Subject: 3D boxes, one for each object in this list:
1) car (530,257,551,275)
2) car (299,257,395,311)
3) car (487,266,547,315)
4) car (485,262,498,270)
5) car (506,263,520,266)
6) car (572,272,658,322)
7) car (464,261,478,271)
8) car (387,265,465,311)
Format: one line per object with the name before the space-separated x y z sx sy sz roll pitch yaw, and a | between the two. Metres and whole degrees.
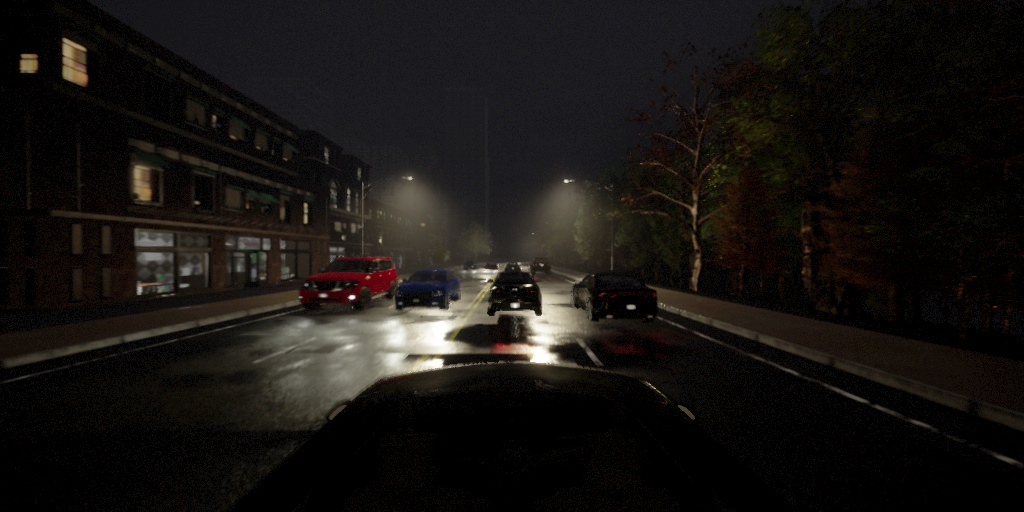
car | 3.356 1.177 42.794 2.150 2.045 5.566 0 0 0
car | -6.597 1.041 15.298 2.150 2.045 5.566 0 0 0
car | 0.102 1.318 13.865 1.837 1.490 4.892 0 0 0
car | -3.285 1.625 56.967 1.895 1.301 4.718 0 0 1
car | 0.106 1.540 46.919 1.994 1.385 4.181 0 0 0
car | 3.352 1.282 12.557 1.882 1.535 5.008 0 0 0
car | -6.539 1.528 57.143 1.837 1.490 4.892 0 0 0
car | -3.347 1.295 15.018 1.882 1.535 5.008 0 0 0
